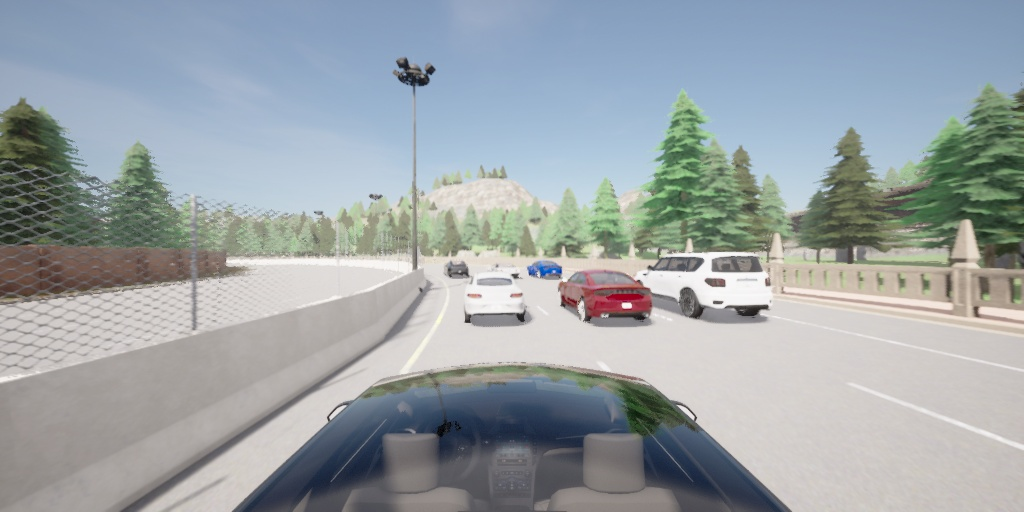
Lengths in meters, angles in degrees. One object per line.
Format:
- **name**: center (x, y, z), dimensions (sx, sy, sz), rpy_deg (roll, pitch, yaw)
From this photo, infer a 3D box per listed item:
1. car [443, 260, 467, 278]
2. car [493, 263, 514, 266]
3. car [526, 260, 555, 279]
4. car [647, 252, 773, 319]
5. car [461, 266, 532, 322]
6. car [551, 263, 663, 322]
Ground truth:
- **car**: center (-5.179, 1.132, 32.948), dimensions (2.128, 1.511, 4.902), rpy_deg (0, 0, -18)
- **car**: center (-0.854, 1.232, 30.931), dimensions (1.895, 1.301, 4.718), rpy_deg (0, 0, -16)
- **car**: center (2.691, 1.094, 31.075), dimensions (1.882, 1.535, 5.008), rpy_deg (0, 0, -16)
- **car**: center (6.337, 0.899, 12.740), dimensions (2.150, 2.045, 5.566), rpy_deg (0, 0, -6)
- **car**: center (-0.659, 1.235, 12.085), dimensions (1.812, 1.442, 4.674), rpy_deg (0, 0, -6)
- **car**: center (2.860, 1.172, 12.119), dimensions (1.882, 1.535, 5.008), rpy_deg (0, 0, -5)
